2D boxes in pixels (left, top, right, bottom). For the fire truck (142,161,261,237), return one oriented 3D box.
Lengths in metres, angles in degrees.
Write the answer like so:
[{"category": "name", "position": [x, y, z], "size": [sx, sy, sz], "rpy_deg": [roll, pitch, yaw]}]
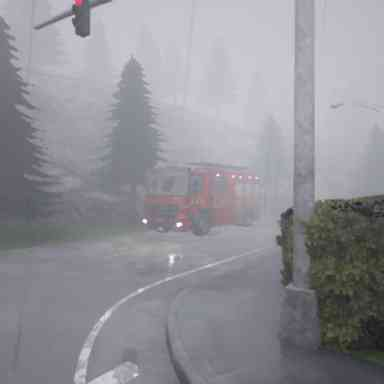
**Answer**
[{"category": "fire truck", "position": [0.979, 0.318, 19.301], "size": [2.891, 3.827, 8.468], "rpy_deg": [1, 1, 36]}]
